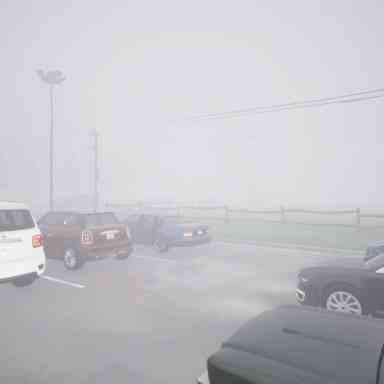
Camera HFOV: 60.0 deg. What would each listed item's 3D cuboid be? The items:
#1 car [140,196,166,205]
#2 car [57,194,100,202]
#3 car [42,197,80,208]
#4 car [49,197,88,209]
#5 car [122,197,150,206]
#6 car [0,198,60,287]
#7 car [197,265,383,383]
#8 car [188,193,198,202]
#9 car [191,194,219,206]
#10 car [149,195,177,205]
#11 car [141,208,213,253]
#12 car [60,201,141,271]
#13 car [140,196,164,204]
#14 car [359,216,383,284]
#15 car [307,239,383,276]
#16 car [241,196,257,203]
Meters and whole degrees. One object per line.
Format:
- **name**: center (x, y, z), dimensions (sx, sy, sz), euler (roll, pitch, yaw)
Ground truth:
- **car**: center (-7.112, 1.507, 60.560), dimensions (1.837, 1.490, 4.892), euler (0, -1, 36)
- **car**: center (-14.852, 1.222, 44.032), dimensions (2.150, 2.045, 5.566), euler (0, 0, 36)
- **car**: center (-19.468, 1.491, 49.601), dimensions (2.128, 1.511, 4.902), euler (0, 0, 36)
- **car**: center (-17.228, 1.505, 46.723), dimensions (1.837, 1.490, 4.892), euler (0, 0, 36)
- **car**: center (-7.903, 1.601, 41.709), dimensions (1.895, 1.301, 4.718), euler (0, 0, 36)
- **car**: center (-5.845, 1.221, 8.109), dimensions (5.566, 2.045, 2.150), euler (0, 0, 36)
- **car**: center (2.378, 1.601, 2.295), dimensions (4.718, 1.301, 1.895), euler (0, 0, 36)
- **car**: center (1.331, 1.222, 71.982), dimensions (2.150, 2.045, 5.566), euler (0, 0, 36)
- **car**: center (2.514, 1.506, 55.957), dimensions (1.837, 1.490, 4.892), euler (0, 0, 36)
- **car**: center (-4.736, 1.351, 57.897), dimensions (2.097, 1.767, 4.553), euler (0, 0, 36)
- **car**: center (-1.740, 1.547, 13.782), dimensions (5.357, 1.411, 2.033), euler (0, 0, 36)
- **car**: center (-4.176, 1.352, 11.222), dimensions (4.553, 1.767, 2.097), euler (0, 0, 36)
- **car**: center (-7.782, 1.506, 65.518), dimensions (1.837, 1.490, 4.892), euler (0, 0, 37)
- **car**: center (6.824, 1.478, 7.724), dimensions (5.008, 1.535, 1.882), euler (0, 0, 36)
- **car**: center (4.193, 1.505, 5.300), dimensions (4.892, 1.490, 1.837), euler (0, 0, 35)
- **car**: center (11.772, 1.525, 68.476), dimensions (1.812, 1.442, 4.674), euler (0, 0, 36)
